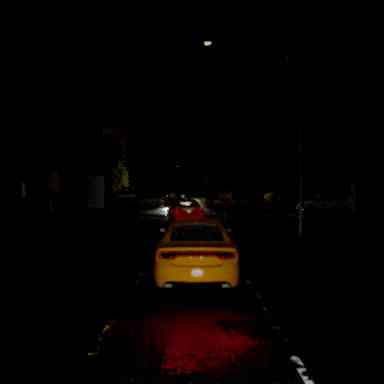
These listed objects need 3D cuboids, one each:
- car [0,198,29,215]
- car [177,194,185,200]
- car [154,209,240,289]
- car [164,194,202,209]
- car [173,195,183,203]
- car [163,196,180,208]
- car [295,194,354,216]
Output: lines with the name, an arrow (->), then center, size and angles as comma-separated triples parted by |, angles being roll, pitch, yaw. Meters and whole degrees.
car -> -17.057, 1.246, 29.710 | 4.674, 1.442, 1.812 | 1, 0, -1
car -> -2.650, 1.139, 79.955 | 1.812, 1.442, 4.674 | 0, 0, 0
car -> 0.111, 1.445, 9.090 | 1.882, 1.535, 5.008 | 0, 0, 0
car -> -0.532, 1.264, 23.392 | 2.097, 1.767, 4.553 | 0, 0, -9
car -> -2.688, 1.285, 64.984 | 1.812, 1.442, 4.674 | 0, 0, 1
car -> -2.801, 1.321, 46.690 | 2.128, 1.511, 4.902 | 0, 0, 1
car -> 13.137, 1.255, 33.007 | 5.566, 2.045, 2.150 | 0, 0, -2
